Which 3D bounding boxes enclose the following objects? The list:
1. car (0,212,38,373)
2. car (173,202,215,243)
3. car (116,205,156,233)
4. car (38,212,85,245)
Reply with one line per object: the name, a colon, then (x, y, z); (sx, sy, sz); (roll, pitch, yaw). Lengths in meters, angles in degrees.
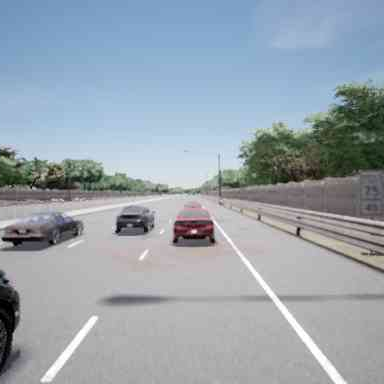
car: (-3.420, 1.260, 2.190); (2.150, 2.045, 5.566); (-1, 0, 0)
car: (0.088, 1.514, 16.506); (1.882, 1.535, 5.008); (-1, 0, 0)
car: (-3.401, 1.589, 20.540); (1.837, 1.490, 4.892); (-1, 0, 0)
car: (-6.899, 1.653, 16.063); (2.033, 1.411, 5.357); (-1, 0, 0)
